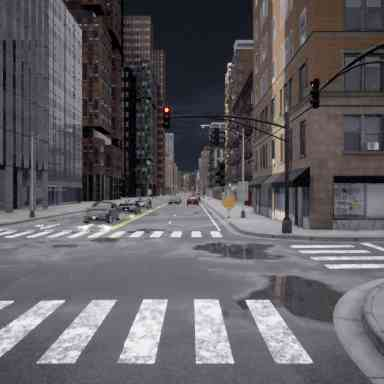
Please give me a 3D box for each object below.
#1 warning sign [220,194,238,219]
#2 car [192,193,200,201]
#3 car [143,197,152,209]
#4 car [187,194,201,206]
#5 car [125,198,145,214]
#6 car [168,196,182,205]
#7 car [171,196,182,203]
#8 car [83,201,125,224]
[{"bbox_3d":[2.858,1.118,25.685,1.300,1.860,1.060,0,0,0],"label":"warning sign"},{"bbox_3d":[0.990,1.268,85.720,2.150,2.045,5.566,0,0,0],"label":"car"},{"bbox_3d":[-6.581,1.502,45.387,2.128,1.511,4.902,0,0,0],"label":"car"},{"bbox_3d":[0.110,1.493,54.876,1.882,1.535,5.008,0,0,0],"label":"car"},{"bbox_3d":[-6.596,1.570,35.199,1.994,1.385,4.181,0,0,0],"label":"car"},{"bbox_3d":[-3.140,1.619,59.418,1.895,1.301,4.718,0,0,0],"label":"car"},{"bbox_3d":[-3.142,1.573,69.676,2.033,1.411,5.357,0,0,0],"label":"car"},{"bbox_3d":[-6.595,1.509,24.770,1.837,1.490,4.892,0,0,0],"label":"car"}]
